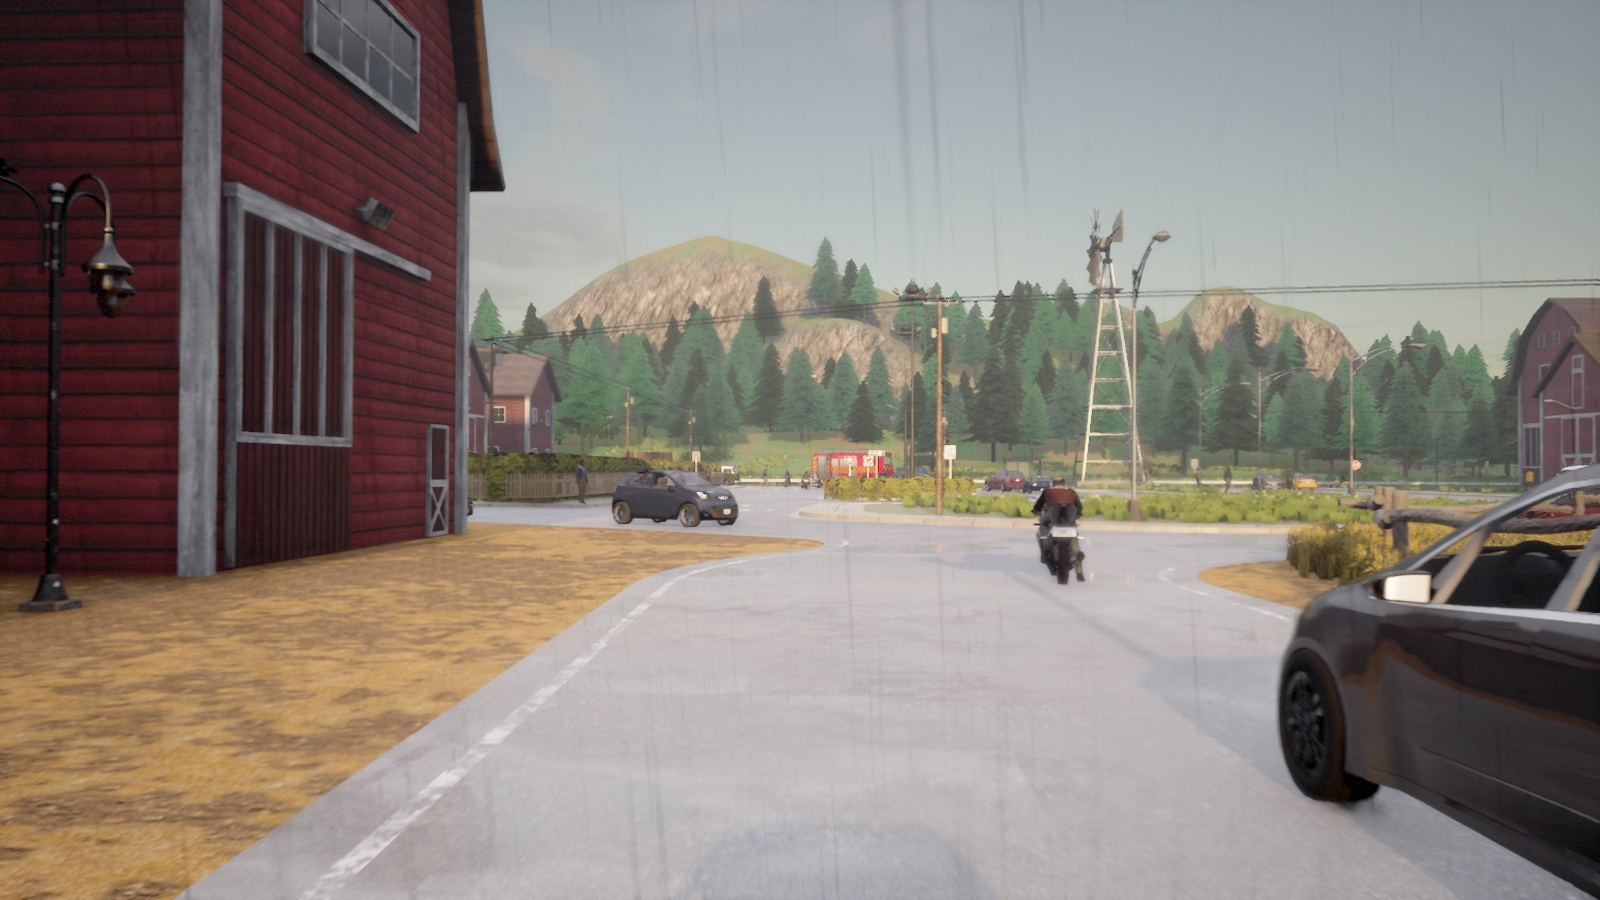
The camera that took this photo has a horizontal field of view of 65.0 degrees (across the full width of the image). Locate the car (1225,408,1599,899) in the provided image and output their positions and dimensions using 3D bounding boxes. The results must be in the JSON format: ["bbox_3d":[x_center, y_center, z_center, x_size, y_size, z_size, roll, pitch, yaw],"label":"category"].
[{"bbox_3d":[3.482,0.723,4.661,2.242,1.667,4.611,0,-1,0],"label":"car"}]

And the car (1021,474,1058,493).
[{"bbox_3d":[17.004,2.343,89.359,1.895,1.301,4.718,0,-1,3],"label":"car"}]

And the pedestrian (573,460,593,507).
[{"bbox_3d":[-9.050,1.379,52.310,0.788,1.949,0.423,-1,-1,45],"label":"pedestrian"}]

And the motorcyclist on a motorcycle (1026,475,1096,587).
[{"bbox_3d":[3.794,1.143,18.408,0.866,1.530,2.191,0,-1,8],"label":"motorcyclist on a motorcycle"}]

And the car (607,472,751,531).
[{"bbox_3d":[-3.311,1.361,34.206,3.633,1.501,1.845,-1,-1,38],"label":"car"}]
